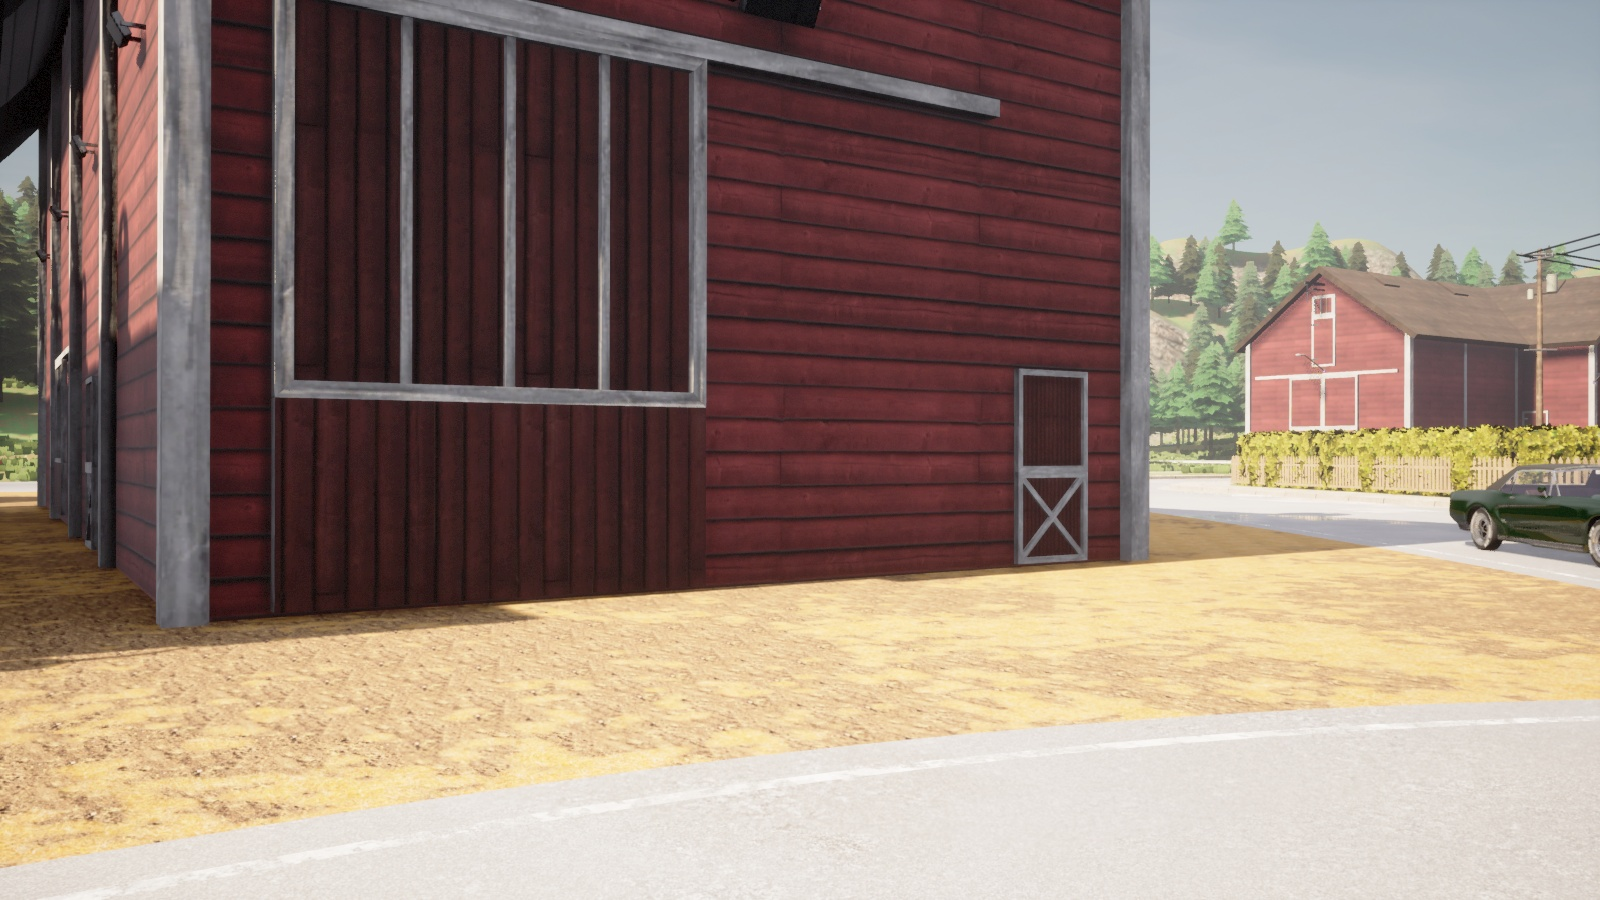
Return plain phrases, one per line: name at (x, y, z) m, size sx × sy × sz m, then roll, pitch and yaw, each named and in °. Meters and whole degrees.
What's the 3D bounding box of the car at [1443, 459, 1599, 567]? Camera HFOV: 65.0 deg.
car at (10.993, 0.804, 17.312) m, size 1.895 × 1.301 × 4.718 m, roll 0°, pitch 0°, yaw 1°
